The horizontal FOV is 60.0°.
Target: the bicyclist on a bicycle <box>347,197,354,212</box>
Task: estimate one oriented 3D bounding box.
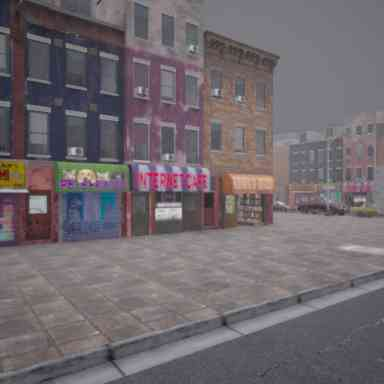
[{"bbox_3d":[17.529,1.372,36.747,1.656,1.620,0.582,0,0,-35],"label":"bicyclist on a bicycle"}]

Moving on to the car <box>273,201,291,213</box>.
[{"bbox_3d":[9.809,1.657,37.849,1.802,1.307,4.206,0,0,-35],"label":"car"}]

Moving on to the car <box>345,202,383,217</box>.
[{"bbox_3d":[16.236,1.571,28.831,1.752,1.417,4.829,0,0,-35],"label":"car"}]

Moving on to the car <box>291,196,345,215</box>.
[{"bbox_3d":[12.973,1.376,33.409,2.192,1.841,5.009,0,0,-35],"label":"car"}]
